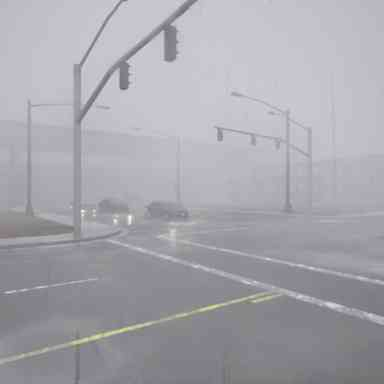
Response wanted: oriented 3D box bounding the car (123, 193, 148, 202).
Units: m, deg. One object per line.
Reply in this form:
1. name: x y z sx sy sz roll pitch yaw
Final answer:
1. car: -12.256 1.219 69.394 2.150 2.045 5.566 0 0 30

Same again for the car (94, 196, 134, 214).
1. car: -8.521 1.476 35.955 1.882 1.535 5.008 0 0 -36

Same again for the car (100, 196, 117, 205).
1. car: -14.949 1.523 59.830 1.812 1.442 4.674 0 0 3

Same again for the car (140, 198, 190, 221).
1. car: -2.113 1.505 27.256 1.837 1.490 4.892 0 0 -36

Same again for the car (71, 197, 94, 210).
1. car: -14.324 1.524 44.247 1.812 1.442 4.674 0 0 -32
